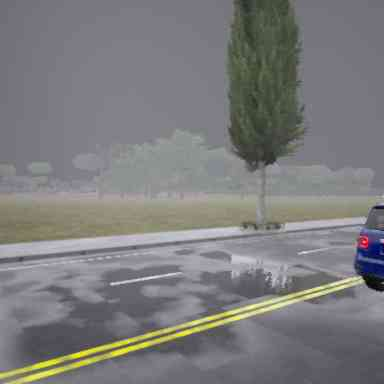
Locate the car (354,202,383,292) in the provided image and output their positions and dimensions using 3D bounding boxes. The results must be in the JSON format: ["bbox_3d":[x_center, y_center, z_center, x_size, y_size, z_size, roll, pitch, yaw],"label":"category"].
[{"bbox_3d":[6.116,1.257,7.868,5.566,2.045,2.150,1,-1,-35],"label":"car"}]
